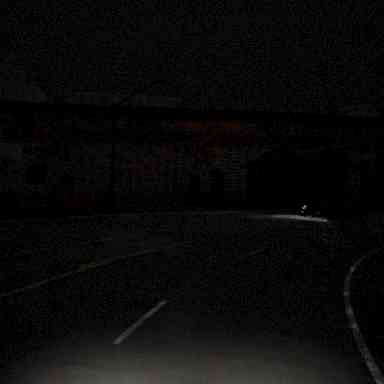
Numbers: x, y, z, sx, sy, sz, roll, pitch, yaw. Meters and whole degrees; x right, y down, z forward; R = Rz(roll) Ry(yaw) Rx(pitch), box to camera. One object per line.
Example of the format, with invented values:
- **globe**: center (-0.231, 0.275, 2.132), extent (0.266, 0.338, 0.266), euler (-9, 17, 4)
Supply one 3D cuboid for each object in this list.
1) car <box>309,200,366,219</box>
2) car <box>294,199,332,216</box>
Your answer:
- **car**: center (13.599, 1.671, 30.449), extent (4.674, 1.442, 1.812), euler (1, 0, -13)
- **car**: center (12.672, 1.492, 33.779), extent (4.553, 1.767, 2.097), euler (1, 0, -13)
